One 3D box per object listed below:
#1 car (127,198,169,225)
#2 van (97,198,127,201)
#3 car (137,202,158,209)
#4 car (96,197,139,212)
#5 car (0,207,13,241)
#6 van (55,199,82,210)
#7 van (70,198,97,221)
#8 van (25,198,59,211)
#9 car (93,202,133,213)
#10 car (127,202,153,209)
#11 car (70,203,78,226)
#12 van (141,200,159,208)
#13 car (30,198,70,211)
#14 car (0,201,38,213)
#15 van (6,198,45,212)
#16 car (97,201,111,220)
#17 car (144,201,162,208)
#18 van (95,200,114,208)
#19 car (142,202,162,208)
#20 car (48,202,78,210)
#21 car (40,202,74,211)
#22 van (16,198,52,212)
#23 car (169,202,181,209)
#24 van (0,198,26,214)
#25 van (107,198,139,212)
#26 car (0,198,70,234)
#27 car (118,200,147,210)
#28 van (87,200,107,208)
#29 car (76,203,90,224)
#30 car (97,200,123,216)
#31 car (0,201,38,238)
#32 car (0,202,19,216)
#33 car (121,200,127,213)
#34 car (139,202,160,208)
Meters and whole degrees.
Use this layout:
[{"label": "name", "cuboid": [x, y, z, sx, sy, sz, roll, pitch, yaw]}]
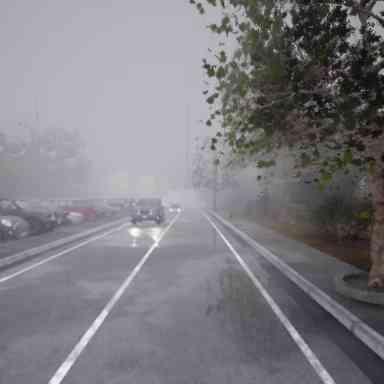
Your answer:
[{"label": "car", "cuboid": [-3.351, 1.457, 26.307, 2.150, 2.045, 5.566, 0, -1, 0]}, {"label": "van", "cuboid": [-10.205, 1.733, 41.048, 4.442, 1.987, 1.878, 0, -1, 0]}, {"label": "car", "cuboid": [-10.276, 3.073, 77.098, 4.792, 1.488, 2.163, 0, -2, 0]}, {"label": "car", "cuboid": [-10.347, 1.811, 46.584, 5.566, 2.045, 2.435, 0, -2, 0]}, {"label": "car", "cuboid": [-10.340, 1.523, 13.290, 5.008, 1.535, 2.097, 0, -1, 0]}, {"label": "van", "cuboid": [-23.508, 2.371, 63.227, 4.442, 1.987, 1.878, 0, -2, 0]}, {"label": "van", "cuboid": [-10.444, 1.510, 27.169, 4.442, 1.987, 1.878, 0, -1, 0]}, {"label": "van", "cuboid": [-23.513, 2.015, 52.152, 4.442, 1.987, 1.878, 0, -2, 0]}, {"label": "car", "cuboid": [-10.349, 2.033, 43.826, 4.792, 1.488, 2.163, 0, -1, 0]}, {"label": "car", "cuboid": [-10.304, 2.688, 66.000, 4.892, 1.521, 2.231, 0, -2, 0]}, {"label": "car", "cuboid": [-10.359, 1.676, 21.614, 4.792, 1.488, 2.163, 0, -1, 0]}, {"label": "van", "cuboid": [-10.420, 2.996, 82.655, 4.442, 1.987, 1.878, 0, -2, 0]}, {"label": "car", "cuboid": [-23.367, 2.079, 54.922, 5.566, 2.045, 2.435, 0, -2, 0]}, {"label": "car", "cuboid": [-23.405, 2.005, 43.982, 5.008, 1.535, 2.097, 0, -1, 0]}, {"label": "van", "cuboid": [-23.282, 1.837, 46.607, 4.442, 1.987, 1.878, 0, -1, 0]}, {"label": "car", "cuboid": [-10.332, 1.780, 29.942, 5.008, 1.535, 2.097, 0, -1, 0]}, {"label": "car", "cuboid": [-10.332, 3.277, 88.199, 4.553, 1.767, 2.185, 0, -2, 0]}, {"label": "van", "cuboid": [-23.272, 3.180, 88.287, 4.442, 1.987, 1.878, 0, -2, 0]}, {"label": "car", "cuboid": [-10.331, 3.341, 85.423, 4.792, 1.488, 2.163, 0, -2, 0]}, {"label": "car", "cuboid": [-23.390, 2.552, 60.576, 4.674, 1.452, 2.002, 0, -2, 0]}, {"label": "car", "cuboid": [-23.388, 2.423, 57.807, 5.008, 1.535, 2.097, 0, -2, 0]}, {"label": "van", "cuboid": [-23.514, 1.930, 49.508, 4.442, 1.987, 1.878, 0, -2, 0]}, {"label": "car", "cuboid": [-3.285, 2.828, 67.589, 1.895, 1.301, 4.718, 0, -2, 0]}, {"label": "van", "cuboid": [-23.284, 1.735, 41.216, 4.442, 1.987, 1.878, 0, -1, 0]}, {"label": "van", "cuboid": [-10.201, 1.926, 49.358, 4.442, 1.987, 1.878, 0, -2, 0]}, {"label": "car", "cuboid": [-10.303, 1.351, 18.842, 5.566, 2.045, 2.435, 0, -1, 0]}, {"label": "car", "cuboid": [-10.283, 2.294, 57.680, 4.553, 1.767, 2.185, 0, -2, 0]}, {"label": "van", "cuboid": [-23.499, 2.998, 82.734, 4.442, 1.987, 1.878, 0, -2, 0]}, {"label": "car", "cuboid": [-10.331, 1.731, 24.389, 4.674, 1.452, 2.002, 0, -1, 0]}, {"label": "car", "cuboid": [-10.294, 1.899, 35.491, 4.792, 1.488, 2.163, 0, -1, 0]}, {"label": "car", "cuboid": [-10.364, 1.435, 16.069, 4.553, 1.767, 2.185, 0, -1, 0]}, {"label": "car", "cuboid": [-23.218, 1.914, 38.445, 5.366, 1.575, 1.946, 0, -1, 0]}, {"label": "car", "cuboid": [-10.325, 1.954, 38.268, 4.674, 1.452, 2.002, 0, -1, 0]}, {"label": "car", "cuboid": [-10.275, 3.162, 79.872, 4.792, 1.488, 2.163, 0, -2, 0]}]
